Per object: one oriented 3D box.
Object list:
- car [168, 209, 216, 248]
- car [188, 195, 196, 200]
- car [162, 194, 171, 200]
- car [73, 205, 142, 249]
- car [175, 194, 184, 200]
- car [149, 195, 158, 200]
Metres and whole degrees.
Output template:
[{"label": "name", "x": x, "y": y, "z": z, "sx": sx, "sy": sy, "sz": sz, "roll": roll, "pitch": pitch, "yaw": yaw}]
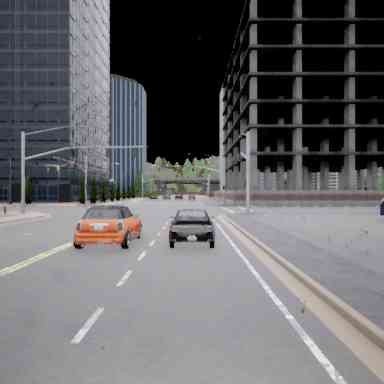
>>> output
[{"label": "car", "x": 0.000, "y": 1.493, "z": 14.650, "sx": 2.128, "sy": 1.511, "sz": 4.902, "roll": 0, "pitch": 0, "yaw": 0}, {"label": "car", "x": 0.000, "y": 1.396, "z": 86.523, "sx": 2.128, "sy": 1.511, "sz": 4.902, "roll": 0, "pitch": 0, "yaw": 0}, {"label": "car", "x": -7.000, "y": 1.348, "z": 91.285, "sx": 2.097, "sy": 1.767, "sz": 4.553, "roll": 0, "pitch": 0, "yaw": 0}, {"label": "car", "x": -3.500, "y": 1.364, "z": 14.620, "sx": 2.097, "sy": 1.767, "sz": 4.553, "roll": 0, "pitch": 0, "yaw": 0}, {"label": "car", "x": -3.500, "y": 1.371, "z": 86.523, "sx": 1.837, "sy": 1.490, "sz": 4.892, "roll": 0, "pitch": 0, "yaw": 0}, {"label": "car", "x": -10.500, "y": 1.532, "z": 91.255, "sx": 2.033, "sy": 1.411, "sz": 5.357, "roll": 0, "pitch": 0, "yaw": 0}]
